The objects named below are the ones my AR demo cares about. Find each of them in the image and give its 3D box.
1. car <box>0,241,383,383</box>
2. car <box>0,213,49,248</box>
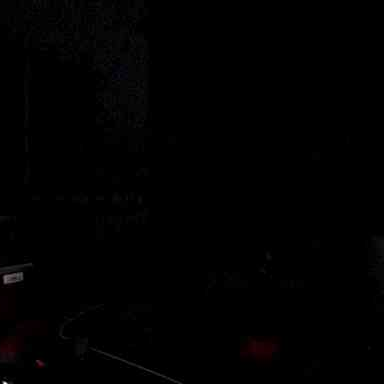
[{"bbox_3d":[-0.066,1.440,3.007,4.097,1.590,1.967,0,0,35],"label":"car"},{"bbox_3d":[-4.500,1.315,6.156,5.009,1.841,2.192,0,0,35],"label":"car"}]
